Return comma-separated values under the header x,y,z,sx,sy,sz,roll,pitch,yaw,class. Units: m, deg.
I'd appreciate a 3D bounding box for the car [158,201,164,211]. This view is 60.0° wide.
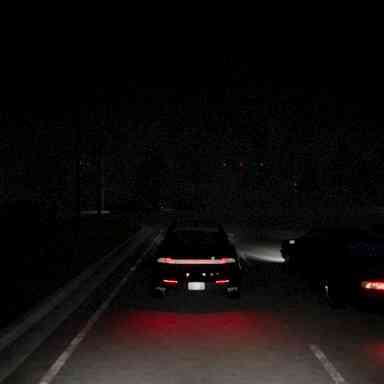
x,y,z,sx,sy,sz,roll,pitch,yaw,class
-5.667,1.503,38.617,4.892,1.490,1.837,0,-1,20,car

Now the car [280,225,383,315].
x,y,z,sx,sy,sz,roll,pitch,yaw,class
3.597,1.547,7.831,2.033,1.411,5.357,0,0,0,car

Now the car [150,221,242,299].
x,y,z,sx,sy,sz,roll,pitch,yaw,class
0.099,1.491,8.457,2.128,1.511,4.902,0,0,0,car

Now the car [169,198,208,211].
x,y,z,sx,sy,sz,roll,pitch,yaw,class
-0.437,1.490,40.130,4.902,1.511,2.128,0,0,27,car

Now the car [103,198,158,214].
x,y,z,sx,sy,sz,roll,pitch,yaw,class
-6.776,1.546,35.615,5.357,1.411,2.033,0,0,17,car

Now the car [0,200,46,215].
x,y,z,sx,sy,sz,roll,pitch,yaw,class
-17.252,1.524,33.670,4.674,1.442,1.812,0,0,4,car
